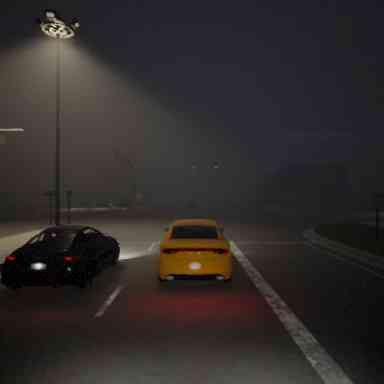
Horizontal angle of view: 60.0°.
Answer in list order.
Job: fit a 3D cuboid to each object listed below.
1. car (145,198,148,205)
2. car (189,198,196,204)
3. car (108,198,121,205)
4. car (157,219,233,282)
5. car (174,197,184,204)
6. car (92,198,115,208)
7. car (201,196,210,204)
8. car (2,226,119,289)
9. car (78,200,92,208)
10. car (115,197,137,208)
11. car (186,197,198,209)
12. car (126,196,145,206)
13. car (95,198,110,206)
[{"bbox_3d":[-11.454,2.169,77.424,1.837,1.490,4.892,0,0,0],"label":"car"},{"bbox_3d":[0.051,2.235,86.232,1.837,1.490,4.892,0,0,0],"label":"car"},{"bbox_3d":[-18.453,2.185,79.239,1.837,1.490,4.892,0,0,0],"label":"car"},{"bbox_3d":[0.082,1.566,10.115,1.882,1.535,5.008,0,0,0],"label":"car"},{"bbox_3d":[-3.449,2.265,86.651,1.812,1.442,4.674,0,0,0],"label":"car"},{"bbox_3d":[-15.043,2.056,56.929,1.994,1.385,4.181,0,0,0],"label":"car"},{"bbox_3d":[3.551,2.336,86.676,1.895,1.301,4.718,0,0,0],"label":"car"},{"bbox_3d":[-3.421,1.647,9.449,1.994,1.385,4.181,0,0,0],"label":"car"},{"bbox_3d":[-18.525,2.110,58.909,1.895,1.301,4.718,0,0,0],"label":"car"},{"bbox_3d":[-11.540,2.050,58.132,2.033,1.411,5.357,0,0,0],"label":"car"},{"bbox_3d":[0.033,2.006,55.623,1.812,1.442,4.674,0,0,0],"label":"car"},{"bbox_3d":[-11.465,1.933,67.251,2.097,1.767,4.553,0,0,0],"label":"car"},{"bbox_3d":[-18.459,2.097,69.060,1.837,1.490,4.892,0,0,0],"label":"car"}]
